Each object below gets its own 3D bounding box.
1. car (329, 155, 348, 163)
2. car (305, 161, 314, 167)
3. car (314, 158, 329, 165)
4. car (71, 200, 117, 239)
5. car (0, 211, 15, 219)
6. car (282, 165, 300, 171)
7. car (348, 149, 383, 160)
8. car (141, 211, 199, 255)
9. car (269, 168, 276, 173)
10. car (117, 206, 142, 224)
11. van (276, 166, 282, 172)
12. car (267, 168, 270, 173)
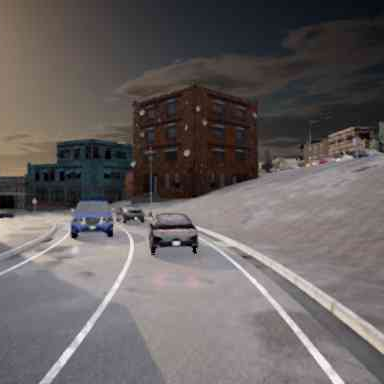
[{"bbox_3d":[21.372,-4.330,45.960,2.002,1.452,4.674,0,1,-1],"label":"car"},{"bbox_3d":[21.128,-4.646,57.151,2.185,1.767,4.553,0,1,-1],"label":"car"},{"bbox_3d":[21.248,-4.574,51.632,2.185,1.767,4.553,0,1,-1],"label":"car"},{"bbox_3d":[-5.777,1.503,19.532,2.150,2.045,5.566,0,-1,-16],"label":"car"},{"bbox_3d":[-30.574,3.691,53.371,5.357,1.411,2.033,-4,-1,34],"label":"car"},{"bbox_3d":[20.886,-4.652,68.165,2.231,1.521,4.892,0,1,-1],"label":"car"},{"bbox_3d":[21.492,-4.420,40.466,2.185,1.767,4.553,0,1,-1],"label":"car"},{"bbox_3d":[-0.944,1.638,14.174,2.128,1.511,4.902,0,-1,-9],"label":"car"},{"bbox_3d":[20.647,-4.726,79.203,2.002,1.452,4.674,0,0,-1],"label":"car"},{"bbox_3d":[-5.633,2.003,29.742,1.837,1.490,4.892,0,-2,-24],"label":"car"},{"bbox_3d":[20.769,-4.937,73.559,1.878,1.987,4.442,0,1,-1],"label":"van"},{"bbox_3d":[20.526,-5.065,84.687,2.435,2.045,5.566,0,0,-1],"label":"car"}]
